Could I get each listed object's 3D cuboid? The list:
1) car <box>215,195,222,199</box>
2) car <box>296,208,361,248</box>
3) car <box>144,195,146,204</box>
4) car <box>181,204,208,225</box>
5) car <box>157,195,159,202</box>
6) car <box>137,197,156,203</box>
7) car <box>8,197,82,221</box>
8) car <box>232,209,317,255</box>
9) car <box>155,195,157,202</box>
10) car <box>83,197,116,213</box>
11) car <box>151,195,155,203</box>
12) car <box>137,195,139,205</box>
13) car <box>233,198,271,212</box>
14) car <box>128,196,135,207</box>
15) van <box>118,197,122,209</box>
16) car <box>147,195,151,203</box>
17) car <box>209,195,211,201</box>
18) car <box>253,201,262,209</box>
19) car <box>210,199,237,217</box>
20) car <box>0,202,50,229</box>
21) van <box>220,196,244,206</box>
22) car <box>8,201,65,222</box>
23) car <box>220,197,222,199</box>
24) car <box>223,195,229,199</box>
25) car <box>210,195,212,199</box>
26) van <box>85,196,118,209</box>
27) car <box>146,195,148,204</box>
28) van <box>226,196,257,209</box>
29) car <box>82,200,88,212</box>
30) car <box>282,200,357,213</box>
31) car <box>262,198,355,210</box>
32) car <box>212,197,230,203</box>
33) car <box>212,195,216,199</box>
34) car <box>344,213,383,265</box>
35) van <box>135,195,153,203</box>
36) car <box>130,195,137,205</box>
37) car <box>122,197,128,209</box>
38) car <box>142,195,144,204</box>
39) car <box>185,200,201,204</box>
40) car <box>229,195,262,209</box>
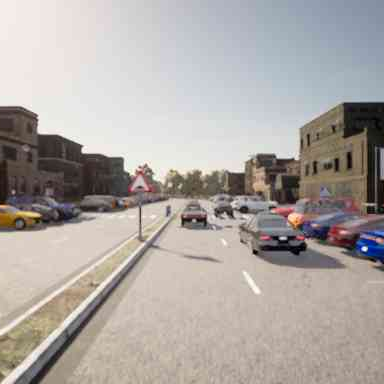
[{"bbox_3d":[7.539,1.903,62.381,5.366,1.575,1.946,0,0,0],"label":"car"},{"bbox_3d":[7.658,1.643,15.629,4.674,1.452,2.002,0,0,0],"label":"car"},{"bbox_3d":[-12.444,1.798,69.320,4.553,1.767,2.185,0,0,0],"label":"car"},{"bbox_3d":[0.133,1.761,25.037,1.895,1.301,4.718,0,-2,0],"label":"car"},{"bbox_3d":[-12.406,1.838,88.772,5.566,2.045,2.435,0,-1,0],"label":"car"},{"bbox_3d":[-12.422,2.119,91.550,4.892,1.521,2.231,0,-1,0],"label":"car"},{"bbox_3d":[-12.536,1.416,27.631,5.566,2.045,2.435,0,0,0],"label":"car"},{"bbox_3d":[3.117,1.655,13.876,2.033,1.411,5.357,0,0,0],"label":"car"},{"bbox_3d":[-12.260,2.034,83.213,5.366,1.575,1.946,0,-1,0],"label":"car"},{"bbox_3d":[-12.528,1.757,41.527,4.892,1.521,2.231,0,0,0],"label":"car"},{"bbox_3d":[-12.423,1.760,80.437,5.566,2.045,2.435,0,0,0],"label":"car"},{"bbox_3d":[-12.489,1.869,60.984,5.008,1.535,2.097,0,0,0],"label":"car"},{"bbox_3d":[7.729,1.676,42.954,4.553,1.767,2.185,0,0,0],"label":"car"},{"bbox_3d":[-12.326,1.818,52.644,5.366,1.575,1.946,0,0,0],"label":"car"},{"bbox_3d":[-12.639,1.564,47.087,4.442,1.987,1.878,0,0,0],"label":"van"},{"bbox_3d":[-12.458,1.966,74.877,4.892,1.521,2.231,0,0,0],"label":"car"},{"bbox_3d":[7.942,2.089,87.193,5.366,1.575,1.946,0,-1,0],"label":"car"},{"bbox_3d":[7.646,1.722,26.530,4.792,1.488,2.163,0,0,0],"label":"car"},{"bbox_3d":[3.143,1.771,34.118,1.837,1.490,4.892,0,0,0],"label":"car"},{"bbox_3d":[-12.581,1.629,22.070,5.008,1.535,2.097,0,0,0],"label":"car"},{"bbox_3d":[7.844,1.696,65.140,4.442,1.987,1.878,0,0,0],"label":"van"},{"bbox_3d":[-12.564,1.649,24.850,4.892,1.521,2.231,0,0,0],"label":"car"},{"bbox_3d":[7.718,1.930,59.623,4.674,1.452,2.002,0,0,0],"label":"car"},{"bbox_3d":[7.734,1.581,48.594,5.566,2.045,2.435,0,0,0],"label":"car"},{"bbox_3d":[7.747,2.068,84.438,4.892,1.521,2.231,0,-1,0],"label":"car"},{"bbox_3d":[-12.646,1.547,44.308,4.442,1.987,1.878,0,0,0],"label":"van"},{"bbox_3d":[-12.467,1.984,72.098,4.674,1.452,2.002,0,0,0],"label":"car"},{"bbox_3d":[7.593,1.621,51.352,4.442,1.987,1.878,0,0,0],"label":"van"},{"bbox_3d":[-12.529,1.715,30.409,4.792,1.488,2.163,0,0,0],"label":"car"},{"bbox_3d":[7.633,1.500,18.257,4.553,1.767,2.185,0,0,0],"label":"car"},{"bbox_3d":[7.640,1.397,21.016,5.566,2.045,2.435,0,0,0],"label":"car"},{"bbox_3d":[7.758,2.158,89.951,4.674,1.452,2.002,0,-1,0],"label":"car"},{"bbox_3d":[7.767,1.726,73.411,5.566,2.045,2.435,0,0,0],"label":"car"},{"bbox_3d":[7.648,1.556,9.984,5.008,1.535,2.097,0,0,0],"label":"car"},{"bbox_3d":[-12.323,1.837,85.994,4.442,1.987,1.878,0,-1,0],"label":"van"},{"bbox_3d":[-12.530,1.727,58.204,4.553,1.767,2.185,0,0,0],"label":"car"},{"bbox_3d":[-12.519,1.846,49.865,4.674,1.452,2.002,0,0,0],"label":"car"},{"bbox_3d":[-12.450,1.778,66.539,4.553,1.767,2.185,0,0,0],"label":"car"},{"bbox_3d":[0.155,1.818,41.553,1.837,1.490,4.892,0,0,0],"label":"car"},{"bbox_3d":[7.723,1.535,40.319,5.566,2.045,2.435,0,0,0],"label":"car"}]
